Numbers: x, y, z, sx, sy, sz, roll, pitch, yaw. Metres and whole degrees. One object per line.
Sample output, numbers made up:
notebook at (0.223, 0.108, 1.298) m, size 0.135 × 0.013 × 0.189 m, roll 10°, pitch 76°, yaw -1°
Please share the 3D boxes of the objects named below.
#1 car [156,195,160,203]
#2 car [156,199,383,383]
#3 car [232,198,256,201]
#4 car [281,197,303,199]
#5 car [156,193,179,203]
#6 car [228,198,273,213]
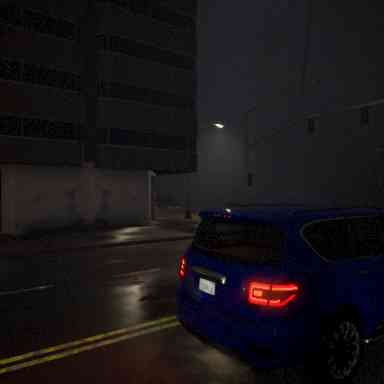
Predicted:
car at (-7.523, 1.544, 51.592) m, size 2.033 × 1.411 × 5.357 m, roll 0°, pitch 0°, yaw -36°
car at (2.380, 1.221, 5.507) m, size 5.566 × 2.045 × 2.150 m, roll 0°, pitch 0°, yaw -35°
car at (5.406, 1.486, 33.788) m, size 2.128 × 1.511 × 4.902 m, roll 0°, pitch 0°, yaw -36°
car at (10.937, 1.348, 38.125) m, size 2.097 × 1.767 × 4.553 m, roll 0°, pitch 0°, yaw -34°
car at (-4.219, 1.219, 52.989) m, size 2.150 × 2.045 × 5.566 m, roll 0°, pitch 0°, yaw -36°
car at (6.610, 1.488, 38.073) m, size 2.128 × 1.511 × 4.902 m, roll 0°, pitch 0°, yaw -36°
